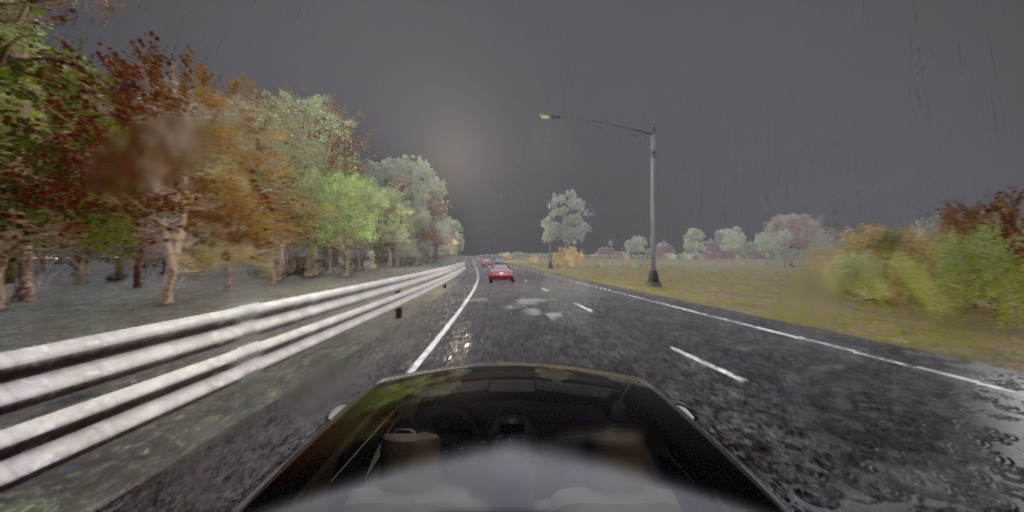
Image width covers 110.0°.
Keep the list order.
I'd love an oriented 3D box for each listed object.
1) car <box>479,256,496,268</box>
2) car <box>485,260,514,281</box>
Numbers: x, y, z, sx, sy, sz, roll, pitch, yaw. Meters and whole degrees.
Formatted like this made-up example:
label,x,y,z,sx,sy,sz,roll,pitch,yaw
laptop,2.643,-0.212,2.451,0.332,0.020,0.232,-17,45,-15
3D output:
label,x,y,z,sx,sy,sz,roll,pitch,yaw
car,-4.226,1.188,60.851,1.812,1.442,4.674,0,0,-6
car,-0.943,1.279,29.219,1.994,1.385,4.181,0,0,-4
